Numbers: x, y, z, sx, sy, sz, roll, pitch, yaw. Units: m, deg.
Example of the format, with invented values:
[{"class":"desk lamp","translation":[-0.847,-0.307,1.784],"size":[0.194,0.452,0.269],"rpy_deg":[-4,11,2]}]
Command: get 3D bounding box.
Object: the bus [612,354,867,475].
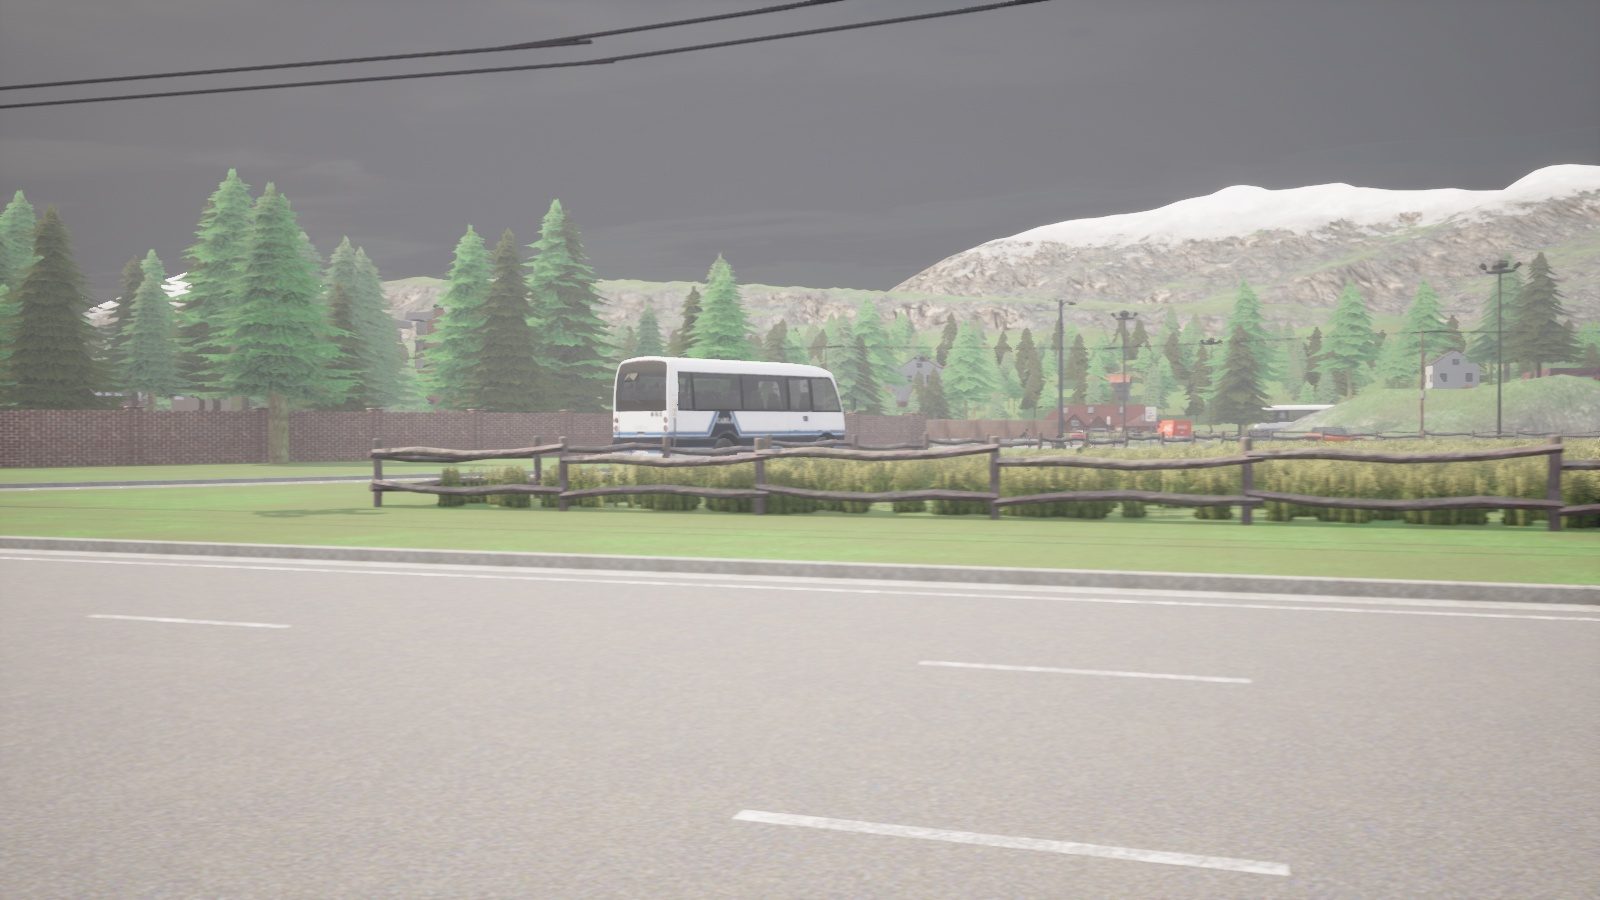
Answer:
[{"class":"bus","translation":[-2.134,-1.348,49.359],"size":[3.944,4.253,10.273],"rpy_deg":[1,1,42]}]
